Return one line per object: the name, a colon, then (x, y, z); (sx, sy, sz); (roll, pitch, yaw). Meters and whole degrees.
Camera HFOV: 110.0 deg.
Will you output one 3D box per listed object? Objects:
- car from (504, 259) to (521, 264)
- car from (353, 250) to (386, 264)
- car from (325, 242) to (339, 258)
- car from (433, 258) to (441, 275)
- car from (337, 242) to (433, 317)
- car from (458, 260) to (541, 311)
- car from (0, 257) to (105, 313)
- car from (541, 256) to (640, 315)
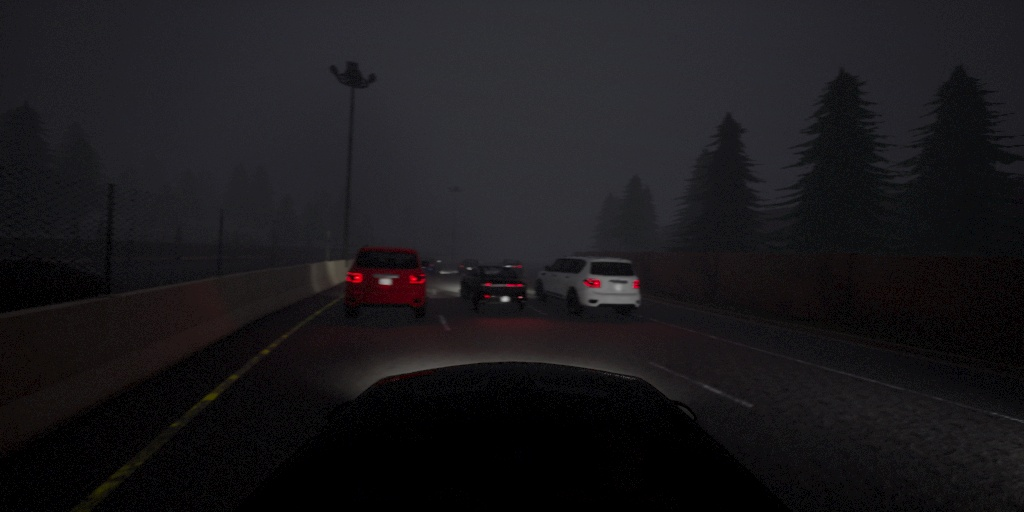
car: (-0.091, 1.029, 31.134); (2.128, 1.511, 4.902); (3, 0, -4)
car: (-17.657, 0.100, 44.778); (1.837, 1.490, 4.892); (3, 0, 4)
car: (-21.105, -0.757, 45.129); (2.150, 2.045, 5.566); (3, 0, 4)
car: (-6.931, 0.778, 29.275); (1.994, 1.385, 4.181); (3, 0, -5)
car: (-3.965, 0.704, 11.819); (2.150, 2.045, 5.566); (3, 0, -15)
car: (-0.835, 1.115, 13.699); (2.128, 1.511, 4.902); (3, 0, -15)
car: (-9.913, 0.753, 6.484); (1.812, 1.442, 4.674); (3, 1, -17)
car: (2.672, 1.015, 13.998); (2.150, 2.045, 5.566); (3, 0, -15)
